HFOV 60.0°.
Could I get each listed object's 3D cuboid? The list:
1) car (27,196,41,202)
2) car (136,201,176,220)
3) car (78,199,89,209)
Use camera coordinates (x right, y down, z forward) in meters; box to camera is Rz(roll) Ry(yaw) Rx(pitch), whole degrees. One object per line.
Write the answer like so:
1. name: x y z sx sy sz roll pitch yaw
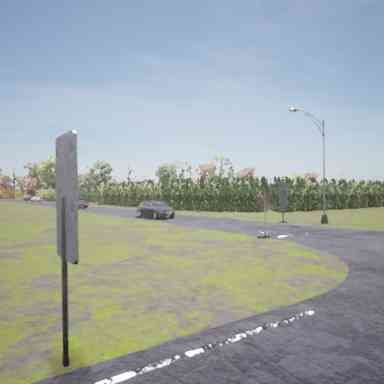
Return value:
1. car: -39.850 1.842 84.784 1.812 1.442 4.674 -1 0 -36
2. car: -3.314 1.616 29.854 1.837 1.490 4.892 -1 0 -36
3. car: -16.549 1.762 48.305 1.994 1.385 4.181 -1 0 -36
